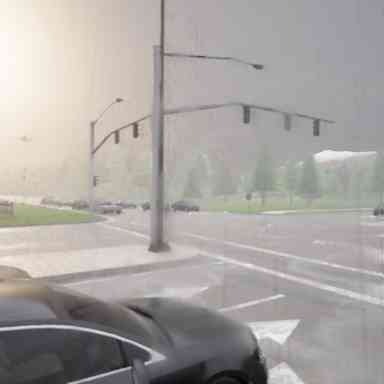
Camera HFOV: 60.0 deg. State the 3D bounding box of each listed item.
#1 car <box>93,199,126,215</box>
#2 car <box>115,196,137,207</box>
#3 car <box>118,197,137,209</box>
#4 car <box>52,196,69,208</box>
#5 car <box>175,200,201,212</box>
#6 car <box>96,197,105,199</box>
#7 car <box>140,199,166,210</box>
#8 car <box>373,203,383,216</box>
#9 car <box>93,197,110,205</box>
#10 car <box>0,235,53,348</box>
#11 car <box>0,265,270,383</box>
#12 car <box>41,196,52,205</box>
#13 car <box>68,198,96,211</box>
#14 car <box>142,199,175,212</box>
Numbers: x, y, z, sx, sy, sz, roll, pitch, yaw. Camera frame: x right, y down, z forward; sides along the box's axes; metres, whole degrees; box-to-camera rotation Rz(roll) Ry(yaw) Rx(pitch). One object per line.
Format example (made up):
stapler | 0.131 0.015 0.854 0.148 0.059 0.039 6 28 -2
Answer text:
car | -9.492 1.778 37.220 1.895 1.301 4.718 1 -1 -35
car | -11.739 1.667 58.901 2.097 1.767 4.553 1 0 -35
car | -9.957 1.795 50.172 1.812 1.442 4.674 1 -1 -35
car | -20.444 1.704 53.011 1.812 1.442 4.674 1 -1 -35
car | -0.808 1.818 43.138 1.837 1.490 4.892 1 -1 -35
car | -15.625 1.834 58.367 1.994 1.385 4.181 1 -1 -34
car | -5.998 1.840 50.610 1.812 1.442 4.674 1 -1 -35
car | 23.031 2.040 38.823 4.892 1.490 1.837 1 -1 -35
car | -19.015 1.806 69.490 1.837 1.490 4.892 1 -1 -35
car | -4.486 1.552 4.843 4.181 1.385 1.994 1 0 -36
car | -1.488 1.509 2.602 4.892 1.490 1.837 0 0 -35
car | -26.782 1.532 62.252 2.097 1.767 4.553 1 -1 -34
car | -14.711 1.778 44.734 1.895 1.301 4.718 1 -1 -35
car | -4.677 1.760 42.569 2.128 1.511 4.902 1 -1 -34
